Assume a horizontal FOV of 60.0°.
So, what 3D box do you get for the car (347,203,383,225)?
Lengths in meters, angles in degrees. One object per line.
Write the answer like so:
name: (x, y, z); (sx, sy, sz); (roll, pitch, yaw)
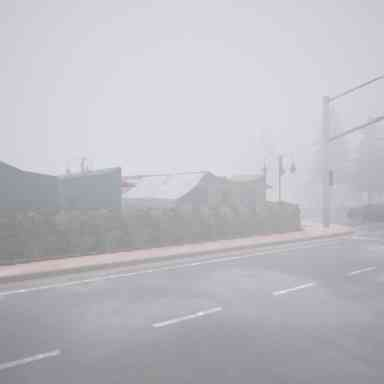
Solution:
car: (12.908, 1.492, 22.153); (2.128, 1.511, 4.902); (0, 0, -36)
